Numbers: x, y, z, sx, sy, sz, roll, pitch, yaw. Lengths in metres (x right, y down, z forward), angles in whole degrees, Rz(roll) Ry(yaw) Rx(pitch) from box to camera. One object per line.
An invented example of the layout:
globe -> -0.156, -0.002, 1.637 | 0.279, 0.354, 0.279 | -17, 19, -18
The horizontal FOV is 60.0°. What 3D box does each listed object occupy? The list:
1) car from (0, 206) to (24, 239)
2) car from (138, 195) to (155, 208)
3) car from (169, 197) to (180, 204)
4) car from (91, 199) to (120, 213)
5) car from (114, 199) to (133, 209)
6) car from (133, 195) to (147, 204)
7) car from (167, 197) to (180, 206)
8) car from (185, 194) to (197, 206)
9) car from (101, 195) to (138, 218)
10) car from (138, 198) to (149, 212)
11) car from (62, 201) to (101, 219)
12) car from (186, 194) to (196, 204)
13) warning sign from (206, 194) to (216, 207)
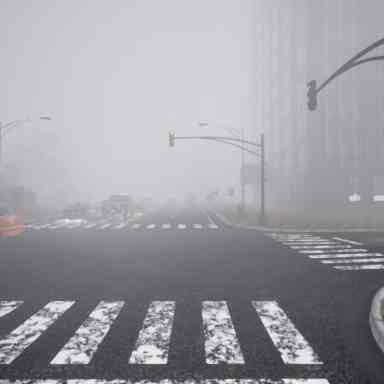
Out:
car -> -10.221, 1.372, 14.962 | 4.553, 1.767, 2.097 | 0, 0, -1
car -> -6.811, 1.480, 50.395 | 2.097, 1.767, 4.553 | 0, 0, -1
car -> -3.564, 1.788, 69.361 | 2.033, 1.411, 5.357 | 0, 0, 0
car -> -10.021, 1.626, 39.016 | 2.033, 1.411, 5.357 | 0, 0, 0
car -> -10.054, 1.685, 49.072 | 1.994, 1.385, 4.181 | 0, 0, 0
car -> -10.041, 1.425, 64.334 | 1.837, 1.490, 4.892 | 0, 0, 0
car -> -3.518, 1.702, 59.358 | 1.812, 1.442, 4.674 | 0, 0, 0
car -> -0.161, 1.517, 57.372 | 2.097, 1.767, 4.553 | 0, 0, 0
car -> -6.736, 1.275, 30.863 | 2.150, 2.045, 5.566 | 0, 0, 0
car -> -6.779, 1.686, 40.623 | 1.895, 1.301, 4.718 | 0, 0, 0
car -> -9.980, 1.614, 29.773 | 1.994, 1.385, 4.181 | 0, 0, 0
car -> -0.263, 1.471, 70.639 | 2.150, 2.045, 5.566 | 0, 0, 0
warning sign -> 2.616, 1.227, 47.073 | 1.300, 1.860, 1.060 | -1, -2, 0
